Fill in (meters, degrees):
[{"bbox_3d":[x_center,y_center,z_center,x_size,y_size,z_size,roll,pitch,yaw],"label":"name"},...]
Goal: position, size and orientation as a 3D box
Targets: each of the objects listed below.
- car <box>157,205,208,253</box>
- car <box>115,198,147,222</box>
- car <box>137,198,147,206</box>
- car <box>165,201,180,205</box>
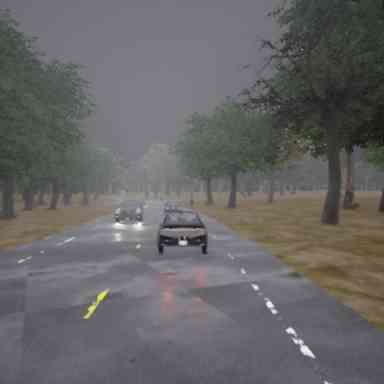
[{"bbox_3d":[-0.422,1.518,13.739,2.128,1.511,4.902,0,0,-3],"label":"car"},{"bbox_3d":[-5.019,1.440,27.251,2.097,1.767,4.553,0,0,-5],"label":"car"},{"bbox_3d":[-9.599,1.834,63.506,1.837,1.490,4.892,0,0,-9],"label":"car"},{"bbox_3d":[-2.131,1.692,36.064,2.033,1.411,5.357,0,0,-6],"label":"car"}]
